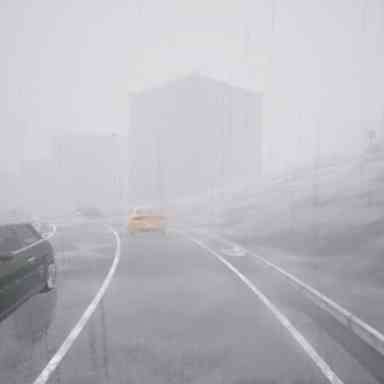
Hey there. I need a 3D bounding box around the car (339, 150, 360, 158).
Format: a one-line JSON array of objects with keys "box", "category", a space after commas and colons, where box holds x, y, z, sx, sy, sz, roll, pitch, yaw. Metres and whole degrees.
[{"box": [21.381, -4.739, 43.013, 2.002, 1.452, 4.674, 0, 1, -1], "category": "car"}]

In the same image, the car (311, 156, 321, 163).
[{"box": [21.139, -5.155, 54.201, 2.185, 1.767, 4.553, 0, 1, -1], "category": "car"}]

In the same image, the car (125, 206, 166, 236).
[{"box": [-2.819, 1.585, 19.462, 1.882, 1.535, 5.008, 0, -1, -16], "category": "car"}]

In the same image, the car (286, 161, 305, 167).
[{"box": [20.899, -5.260, 65.216, 2.231, 1.521, 4.892, 0, 1, -1], "category": "car"}]

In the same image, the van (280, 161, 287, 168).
[{"box": [20.783, -5.593, 70.607, 1.878, 1.987, 4.442, 0, 1, -1], "category": "van"}]

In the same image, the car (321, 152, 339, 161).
[{"box": [21.258, -5.034, 48.683, 2.185, 1.767, 4.553, 0, 1, -1], "category": "car"}]

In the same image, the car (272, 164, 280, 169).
[{"box": [20.662, -5.432, 76.252, 2.002, 1.452, 4.674, 0, 1, -1], "category": "car"}]

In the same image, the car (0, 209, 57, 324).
[{"box": [-4.039, 1.363, 5.789, 2.097, 1.767, 4.553, 0, 0, -5], "category": "car"}]

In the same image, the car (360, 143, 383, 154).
[{"box": [21.499, -4.780, 37.519, 2.185, 1.767, 4.553, 0, 1, -1], "category": "car"}]

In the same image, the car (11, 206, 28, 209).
[{"box": [-23.073, 2.647, 44.609, 4.902, 1.511, 2.128, -4, -2, 42], "category": "car"}]

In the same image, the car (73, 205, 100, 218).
[{"box": [-11.997, 2.131, 37.771, 1.994, 1.385, 4.181, -1, -1, -35], "category": "car"}]

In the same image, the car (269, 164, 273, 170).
[{"box": [20.543, -5.820, 81.733, 2.435, 2.045, 5.566, 0, 1, -1], "category": "car"}]
